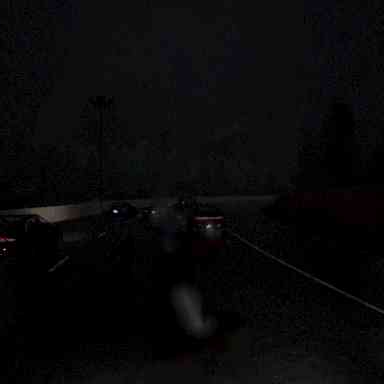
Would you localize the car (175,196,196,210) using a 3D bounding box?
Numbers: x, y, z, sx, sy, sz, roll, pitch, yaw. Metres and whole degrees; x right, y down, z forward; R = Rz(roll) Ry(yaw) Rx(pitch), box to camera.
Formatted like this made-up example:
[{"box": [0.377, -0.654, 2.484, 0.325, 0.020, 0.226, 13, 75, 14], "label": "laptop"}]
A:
[{"box": [-0.585, 1.326, 41.925, 2.097, 1.767, 4.553, 0, 0, 13], "label": "car"}]

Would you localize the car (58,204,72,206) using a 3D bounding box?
[{"box": [-15.160, 1.467, 41.616, 2.128, 1.511, 4.902, 0, 0, 11], "label": "car"}]

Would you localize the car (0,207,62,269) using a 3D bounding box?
[{"box": [-5.732, 1.485, 11.001, 2.128, 1.511, 4.902, 0, 0, -7], "label": "car"}]

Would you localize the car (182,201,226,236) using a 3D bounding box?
[{"box": [0.720, 1.478, 18.376, 2.128, 1.511, 4.902, 0, 0, -3], "label": "car"}]

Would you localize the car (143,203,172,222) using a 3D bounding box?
[{"box": [-2.683, 1.547, 26.520, 1.994, 1.385, 4.181, 0, 0, 1], "label": "car"}]

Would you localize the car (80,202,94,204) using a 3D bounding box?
[{"box": [-11.700, 1.452, 41.103, 1.882, 1.535, 5.008, 0, 0, 11], "label": "car"}]

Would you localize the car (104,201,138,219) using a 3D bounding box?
[{"box": [-6.066, 1.546, 28.917, 1.994, 1.385, 4.181, 0, 0, 4], "label": "car"}]
